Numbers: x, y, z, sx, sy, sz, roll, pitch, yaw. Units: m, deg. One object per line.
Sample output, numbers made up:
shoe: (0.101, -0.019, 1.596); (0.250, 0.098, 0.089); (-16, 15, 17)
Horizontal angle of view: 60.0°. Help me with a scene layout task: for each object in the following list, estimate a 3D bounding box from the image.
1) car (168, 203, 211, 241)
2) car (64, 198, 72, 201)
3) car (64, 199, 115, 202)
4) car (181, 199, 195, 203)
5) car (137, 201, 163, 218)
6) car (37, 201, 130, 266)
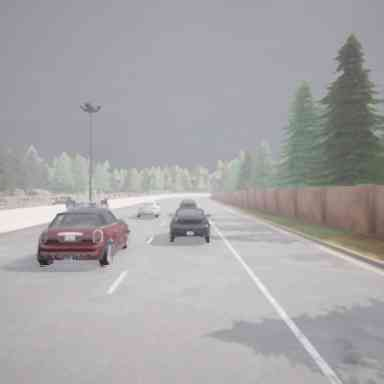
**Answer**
car: (-0.118, 1.510, 16.573); (1.837, 1.490, 4.892); (0, 0, -1)
car: (-18.199, 1.529, 47.465); (1.812, 1.442, 4.674); (0, 0, 1)
car: (-7.215, 1.494, 23.508); (2.128, 1.511, 4.902); (0, 0, -1)
car: (-0.429, 1.516, 34.598); (1.837, 1.490, 4.892); (0, 0, -1)
car: (-3.858, 1.533, 30.666); (1.812, 1.442, 4.674); (0, 0, -1)
car: (-3.550, 1.353, 11.723); (2.097, 1.767, 4.553); (0, 0, -1)
